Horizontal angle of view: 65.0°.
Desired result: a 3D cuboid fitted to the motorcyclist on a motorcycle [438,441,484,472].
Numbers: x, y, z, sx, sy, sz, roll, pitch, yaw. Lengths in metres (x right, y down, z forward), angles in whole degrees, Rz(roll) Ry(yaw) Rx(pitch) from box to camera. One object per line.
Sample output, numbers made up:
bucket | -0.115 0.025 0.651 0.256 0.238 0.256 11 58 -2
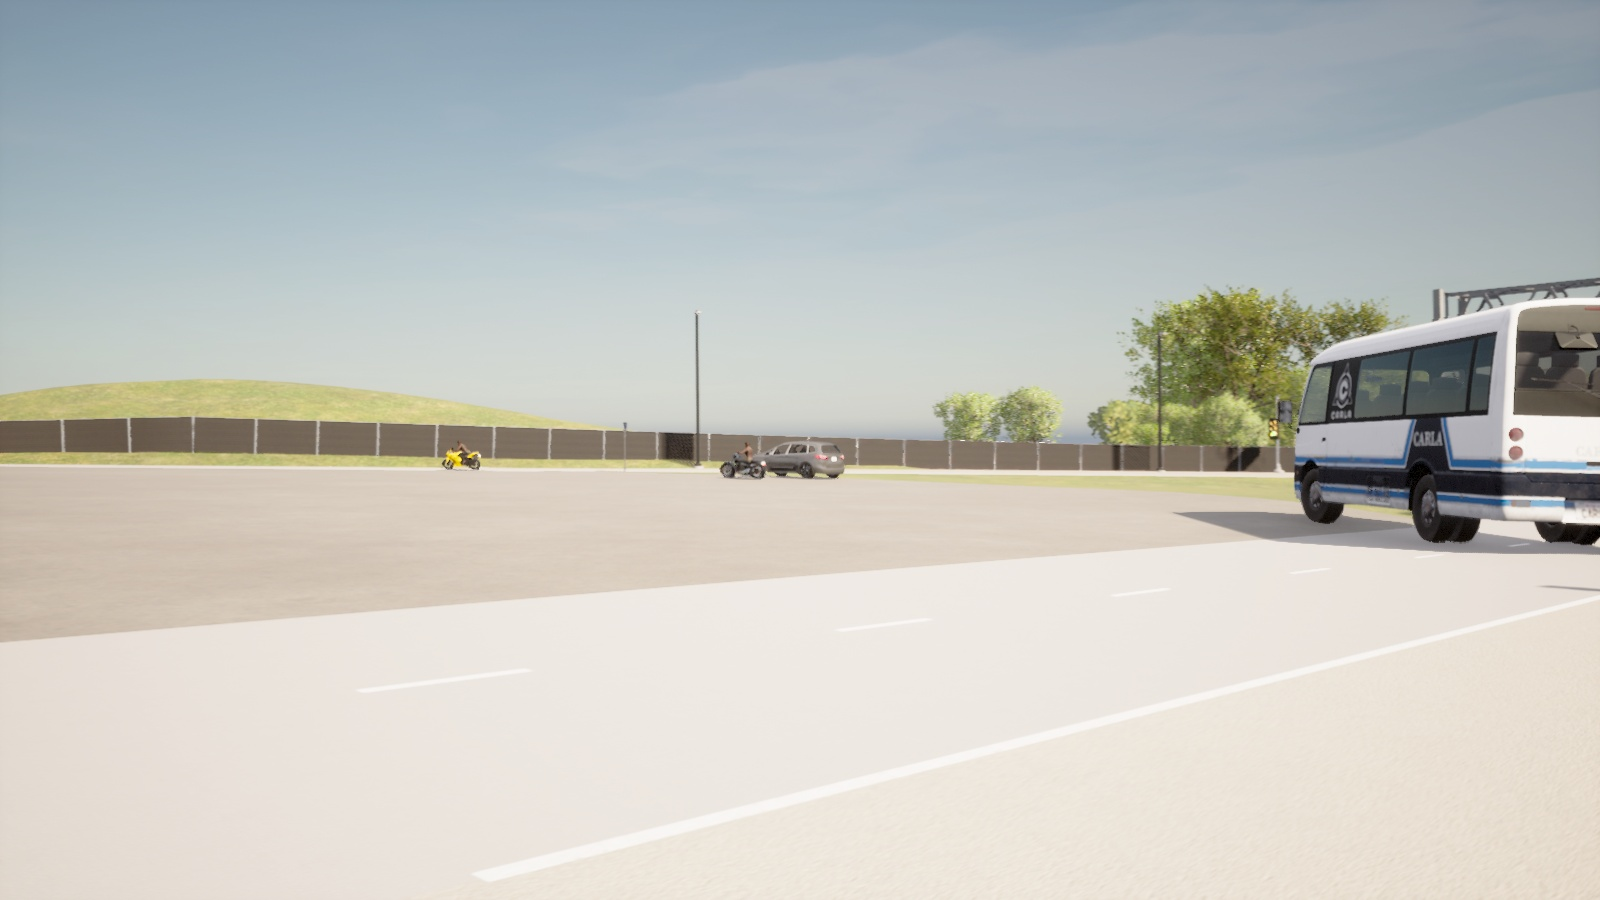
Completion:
motorcyclist on a motorcycle | -17.018 0.338 63.074 2.044 1.523 0.797 1 1 8

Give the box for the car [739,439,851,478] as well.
car | -0.261 0.349 56.570 4.611 1.667 2.242 1 0 37

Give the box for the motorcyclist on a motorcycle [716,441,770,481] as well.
motorcyclist on a motorcycle | -2.450 0.460 53.817 2.350 1.649 0.766 1 1 36

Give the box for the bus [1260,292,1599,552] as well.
bus | 13.183 -0.445 25.847 3.944 4.253 10.273 1 0 3
